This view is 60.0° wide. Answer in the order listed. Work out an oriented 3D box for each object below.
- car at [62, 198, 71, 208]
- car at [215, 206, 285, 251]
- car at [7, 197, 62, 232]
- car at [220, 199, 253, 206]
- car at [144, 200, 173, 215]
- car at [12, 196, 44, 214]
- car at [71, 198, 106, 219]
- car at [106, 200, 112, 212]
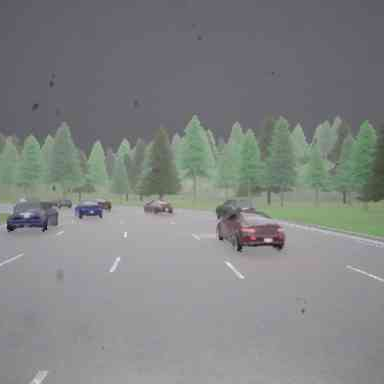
[{"bbox_3d":[-18.657,1.502,46.203,4.902,1.511,2.128,0,0,35],"label":"car"},{"bbox_3d":[2.340,1.529,13.994,1.812,1.442,4.674,0,0,-8],"label":"car"},{"bbox_3d":[-9.625,1.358,20.475,2.097,1.767,4.553,0,0,-13],"label":"car"},{"bbox_3d":[3.351,1.357,26.040,2.097,1.767,4.553,0,0,-13],"label":"car"},{"bbox_3d":[-3.512,1.534,34.291,1.812,1.442,4.674,0,0,-27],"label":"car"},{"bbox_3d":[-17.881,1.361,36.141,2.097,1.767,4.553,0,0,-41],"label":"car"},{"bbox_3d":[-9.377,1.484,29.871,1.882,1.535,5.008,0,0,-25],"label":"car"},{"bbox_3d":[-11.131,1.487,38.920,1.882,1.535,5.008,0,0,-38],"label":"car"}]
